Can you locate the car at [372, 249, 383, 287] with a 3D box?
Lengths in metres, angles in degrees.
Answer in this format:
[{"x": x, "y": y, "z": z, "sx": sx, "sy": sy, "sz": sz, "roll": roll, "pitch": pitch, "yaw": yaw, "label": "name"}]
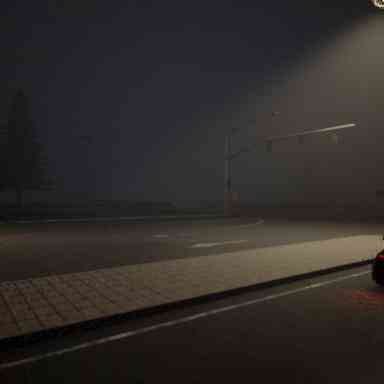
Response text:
[{"x": 6.364, "y": 1.642, "z": 8.313, "sx": 4.181, "sy": 1.385, "sz": 1.994, "roll": 0, "pitch": 0, "yaw": -35, "label": "car"}]
